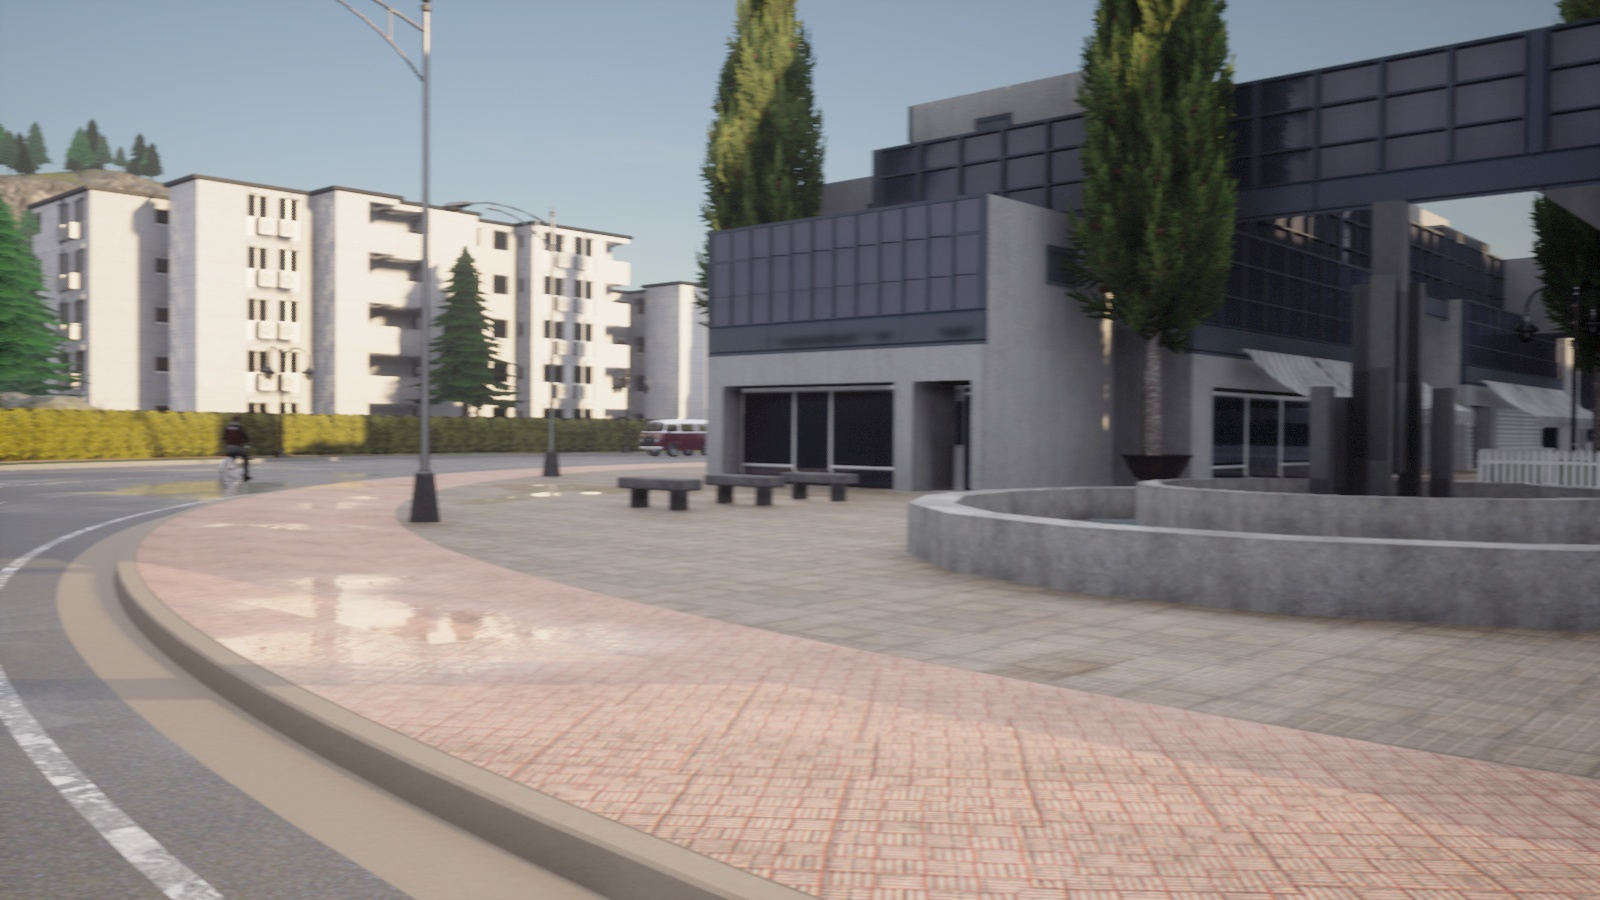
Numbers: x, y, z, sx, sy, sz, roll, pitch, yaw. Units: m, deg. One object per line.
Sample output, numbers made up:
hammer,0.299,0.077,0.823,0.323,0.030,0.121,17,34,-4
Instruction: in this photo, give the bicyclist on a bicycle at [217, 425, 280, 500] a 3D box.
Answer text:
bicyclist on a bicycle,-13.383,0.273,30.520,0.659,1.776,1.843,0,1,1

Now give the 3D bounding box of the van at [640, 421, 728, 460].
van,-6.255,-0.515,68.012,2.069,2.038,4.480,0,1,42
